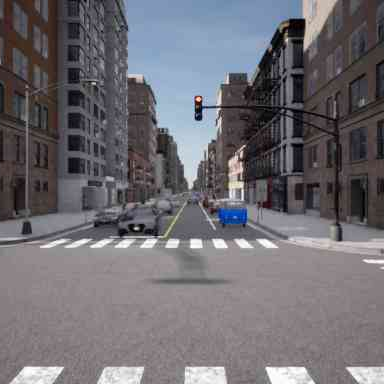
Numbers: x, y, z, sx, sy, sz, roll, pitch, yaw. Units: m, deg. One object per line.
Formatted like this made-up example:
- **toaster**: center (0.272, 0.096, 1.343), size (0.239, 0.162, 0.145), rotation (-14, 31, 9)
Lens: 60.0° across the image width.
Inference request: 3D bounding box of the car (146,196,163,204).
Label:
- **car**: center (-5.336, 1.519, 45.040), size (1.752, 1.417, 4.829), rotation (0, 0, 0)

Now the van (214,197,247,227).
- **van**: center (2.663, 1.340, 22.482), size (1.690, 1.788, 3.998), rotation (0, 0, 0)

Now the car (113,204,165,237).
- **car**: center (-2.707, 1.562, 17.869), size (1.994, 1.385, 4.181), rotation (0, 0, -2)

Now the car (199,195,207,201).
- **car**: center (2.734, 1.530, 84.976), size (1.947, 1.339, 4.313), rotation (0, 0, 0)

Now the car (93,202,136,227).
- **car**: center (-5.362, 1.549, 22.483), size (2.008, 1.369, 4.403), rotation (0, 0, 0)

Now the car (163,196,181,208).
- **car**: center (-2.772, 1.594, 47.030), size (1.895, 1.301, 4.718), rotation (0, 0, 0)

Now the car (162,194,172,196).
- **car**: center (-5.317, 1.547, 62.256), size (1.947, 1.339, 4.313), rotation (0, 0, 0)

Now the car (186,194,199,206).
- **car**: center (0.168, 1.478, 55.380), size (2.128, 1.511, 4.902), rotation (0, 0, 0)

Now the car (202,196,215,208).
- **car**: center (2.689, 1.576, 45.207), size (1.802, 1.307, 4.206), rotation (0, 0, 0)

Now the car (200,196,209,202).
- **car**: center (2.721, 1.524, 73.614), size (2.008, 1.369, 4.403), rotation (0, 0, 0)

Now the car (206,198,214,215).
- **car**: center (2.676, 1.580, 33.844), size (1.802, 1.307, 4.206), rotation (0, 0, 0)

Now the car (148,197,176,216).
- **car**: center (-2.813, 1.523, 32.314), size (1.812, 1.442, 4.674), rotation (0, 0, 0)

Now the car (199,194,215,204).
- **car**: center (2.696, 1.305, 50.889), size (2.192, 1.841, 5.009), rotation (0, 0, 0)
